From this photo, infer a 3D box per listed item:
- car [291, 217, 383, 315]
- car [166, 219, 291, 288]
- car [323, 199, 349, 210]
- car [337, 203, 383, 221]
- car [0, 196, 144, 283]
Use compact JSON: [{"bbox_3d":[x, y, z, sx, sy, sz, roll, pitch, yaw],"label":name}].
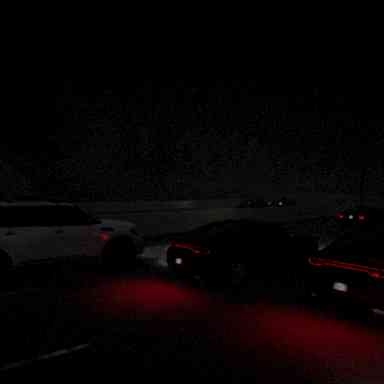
[{"bbox_3d":[4.537,1.498,7.291,5.008,1.535,1.882,0,0,-38],"label":"car"},{"bbox_3d":[1.651,1.504,9.483,5.008,1.535,1.882,0,0,-37],"label":"car"},{"bbox_3d":[19.765,1.725,45.544,1.895,1.301,4.718,0,0,42],"label":"car"},{"bbox_3d":[11.767,1.609,22.428,5.357,1.411,2.033,0,0,-42],"label":"car"},{"bbox_3d":[-4.139,1.248,9.480,5.566,2.045,2.150,0,0,-36],"label":"car"}]
